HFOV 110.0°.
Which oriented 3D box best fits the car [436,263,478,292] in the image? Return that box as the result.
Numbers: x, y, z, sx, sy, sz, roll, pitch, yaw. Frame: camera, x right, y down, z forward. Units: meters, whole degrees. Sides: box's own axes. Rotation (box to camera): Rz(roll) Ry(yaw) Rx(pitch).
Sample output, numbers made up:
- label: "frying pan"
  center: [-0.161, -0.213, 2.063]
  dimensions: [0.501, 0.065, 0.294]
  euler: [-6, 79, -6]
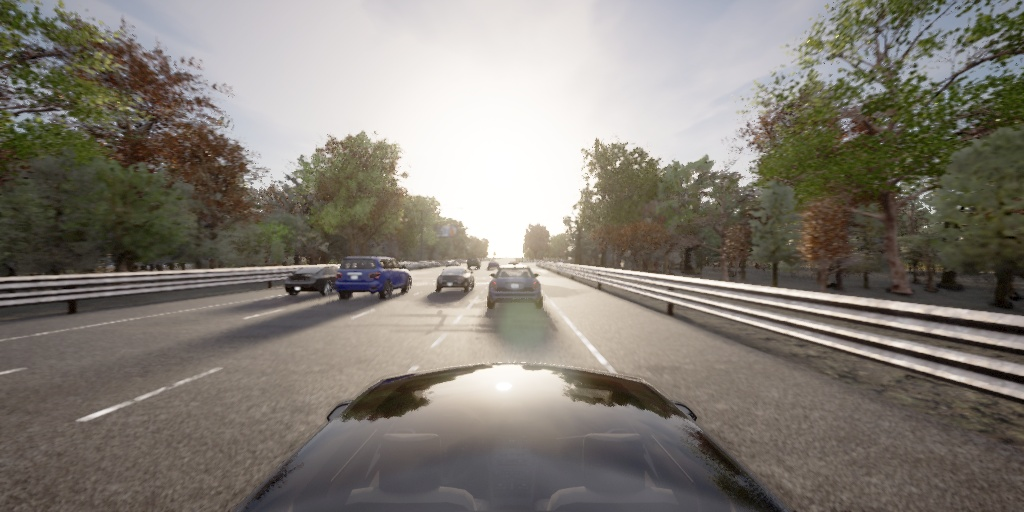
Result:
- label: "car"
  center: [-3.378, 1.370, 21.817]
  dimensions: [1.812, 1.442, 4.674]
  euler: [0, 0, 0]

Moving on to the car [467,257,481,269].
- label: "car"
  center: [-6.797, 1.274, 64.179]
  dimensions: [2.150, 2.045, 5.566]
  euler: [0, 0, 0]

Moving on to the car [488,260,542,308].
- label: "car"
  center: [0.112, 1.168, 15.711]
  dimensions: [2.097, 1.767, 4.553]
  euler: [0, 0, 0]

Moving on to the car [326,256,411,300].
- label: "car"
  center: [-6.886, 1.047, 18.359]
  dimensions: [2.150, 2.045, 5.566]
  euler: [0, 0, 0]

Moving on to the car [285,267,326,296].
- label: "car"
  center: [-10.382, 1.337, 19.790]
  dimensions: [1.837, 1.490, 4.892]
  euler: [0, 0, 0]

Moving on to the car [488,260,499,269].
- label: "car"
  center: [-3.296, 1.533, 64.619]
  dimensions: [1.882, 1.535, 5.008]
  euler: [0, 0, 0]
